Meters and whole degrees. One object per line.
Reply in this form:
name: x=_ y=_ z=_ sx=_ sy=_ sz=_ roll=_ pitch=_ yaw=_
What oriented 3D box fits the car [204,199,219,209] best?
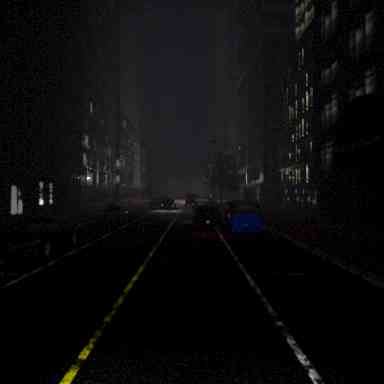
car: x=2.699 y=1.686 z=46.742 sx=1.802 sy=1.307 sz=4.206 roll=0 pitch=0 yaw=0

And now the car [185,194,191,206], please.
car: x=0.011 y=1.343 z=57.092 sx=2.150 sy=2.045 sz=5.566 roll=0 pitch=0 yaw=0

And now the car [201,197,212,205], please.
car: x=2.703 y=1.681 z=63.819 sx=2.008 sy=1.369 sz=4.403 roll=0 pitch=0 yaw=0

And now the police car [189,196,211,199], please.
police car: x=0.906 y=1.496 z=31.410 sx=1.930 sy=1.638 sz=5.238 roll=0 pitch=0 yaw=0

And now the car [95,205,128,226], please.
car: x=-5.686 y=1.637 z=23.977 sx=1.802 sy=1.307 sz=4.206 roll=0 pitch=0 yaw=0

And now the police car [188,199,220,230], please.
police car: x=0.904 y=1.474 z=21.410 sx=1.930 sy=1.638 sz=5.238 roll=0 pitch=0 yaw=0

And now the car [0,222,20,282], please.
car: x=-5.689 y=1.458 z=6.901 sx=1.967 sy=1.590 sz=4.097 roll=0 pitch=0 yaw=0

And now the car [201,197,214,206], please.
car: x=2.702 y=1.674 z=58.127 sx=2.008 sy=1.369 sz=4.403 roll=0 pitch=0 yaw=0

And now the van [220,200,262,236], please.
van: x=2.694 y=1.383 z=18.281 sx=1.690 sy=1.788 sz=3.998 roll=0 pitch=0 yaw=0

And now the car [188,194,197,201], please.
car: x=0.906 y=1.435 z=37.271 sx=2.097 sy=1.767 sz=4.553 roll=0 pitch=0 yaw=0

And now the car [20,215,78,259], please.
car: x=-5.688 y=1.581 z=12.592 sx=2.008 sy=1.369 sz=4.403 roll=0 pitch=0 yaw=0

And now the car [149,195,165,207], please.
car: x=-5.680 y=1.666 z=52.440 sx=2.008 sy=1.369 sz=4.403 roll=0 pitch=0 yaw=0

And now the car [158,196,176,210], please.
car: x=-3.080 y=1.603 z=44.181 sx=1.837 sy=1.490 sz=4.892 roll=0 pitch=0 yaw=0

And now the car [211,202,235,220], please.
car: x=2.696 y=1.649 z=29.664 sx=1.802 sy=1.307 sz=4.206 roll=0 pitch=0 yaw=0

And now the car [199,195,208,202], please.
car: x=2.706 y=1.581 z=80.897 sx=1.967 sy=1.590 sz=4.097 roll=0 pitch=0 yaw=0

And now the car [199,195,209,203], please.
car: x=2.705 y=1.578 z=75.205 sx=1.967 sy=1.590 sz=4.097 roll=0 pitch=0 yaw=0

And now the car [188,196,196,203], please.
car: x=0.013 y=1.592 z=72.062 sx=1.837 sy=1.490 sz=4.892 roll=0 pitch=0 yaw=0
